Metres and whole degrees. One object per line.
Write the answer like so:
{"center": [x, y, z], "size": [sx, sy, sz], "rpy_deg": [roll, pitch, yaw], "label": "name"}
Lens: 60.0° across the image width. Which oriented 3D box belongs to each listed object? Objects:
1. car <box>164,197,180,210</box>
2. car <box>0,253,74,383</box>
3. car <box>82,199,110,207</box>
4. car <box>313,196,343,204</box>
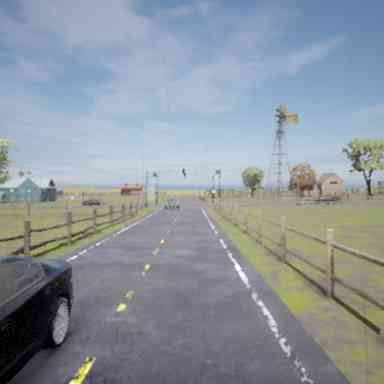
{"center": [-2.742, 1.538, 46.593], "size": [2.097, 1.767, 4.553], "rpy_deg": [0, 0, 0], "label": "car"}
{"center": [-2.851, 1.486, 3.433], "size": [1.882, 1.535, 5.008], "rpy_deg": [0, 0, 0], "label": "car"}
{"center": [-17.207, 1.973, 59.806], "size": [4.892, 1.490, 1.837], "rpy_deg": [2, 1, 0], "label": "car"}
{"center": [24.477, 1.460, 59.898], "size": [4.718, 1.301, 1.895], "rpy_deg": [-1, 1, 0], "label": "car"}
